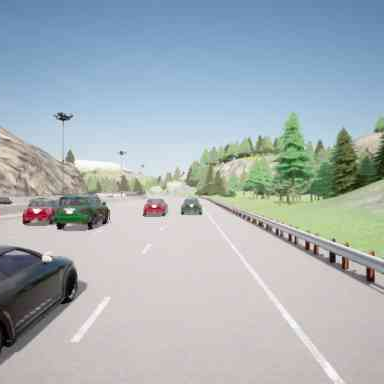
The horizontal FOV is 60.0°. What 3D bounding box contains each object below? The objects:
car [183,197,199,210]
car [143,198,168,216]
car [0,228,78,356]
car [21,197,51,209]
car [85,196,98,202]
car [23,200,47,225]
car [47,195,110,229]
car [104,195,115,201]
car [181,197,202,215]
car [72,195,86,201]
[{"bbox_3d":[-0.120,1.515,44.477,2.128,1.511,4.902,0,0,0],"label":"car"},{"bbox_3d":[-3.537,1.371,33.036,2.097,1.767,4.553,0,0,-1],"label":"car"},{"bbox_3d":[-3.423,1.567,5.493,1.994,1.385,4.181,0,0,0],"label":"car"},{"bbox_3d":[-21.292,1.529,45.721,1.837,1.490,4.892,0,0,0],"label":"car"},{"bbox_3d":[-24.849,1.636,82.338,1.895,1.301,4.718,0,0,0],"label":"car"},{"bbox_3d":[-10.504,1.364,24.592,2.097,1.767,4.553,0,0,0],"label":"car"},{"bbox_3d":[-6.992,1.234,21.628,2.150,2.045,5.566,0,0,0],"label":"car"},{"bbox_3d":[-21.366,1.552,86.132,1.994,1.385,4.181,0,0,0],"label":"car"},{"bbox_3d":[-0.056,1.371,34.559,2.097,1.767,4.553,0,0,0],"label":"car"},{"bbox_3d":[-28.355,1.566,83.603,1.812,1.442,4.674,0,0,0],"label":"car"}]
